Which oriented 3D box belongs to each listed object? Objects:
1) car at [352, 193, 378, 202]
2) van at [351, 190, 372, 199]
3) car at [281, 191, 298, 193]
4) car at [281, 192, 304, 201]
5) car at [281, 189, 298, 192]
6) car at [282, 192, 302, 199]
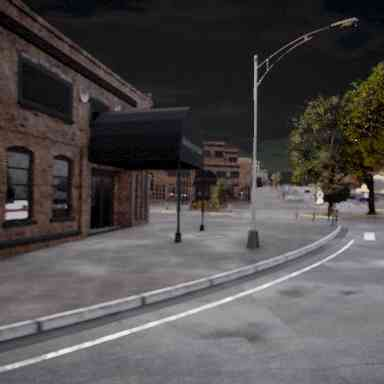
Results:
[{"bbox_3d":[42.229,1.588,80.168,5.008,1.535,2.097,0,4,-5],"label":"car"},{"bbox_3d":[43.145,1.176,83.049,4.442,1.987,1.878,0,4,-5],"label":"van"},{"bbox_3d":[26.062,1.295,85.429,4.792,1.488,2.163,-1,3,-7],"label":"car"},{"bbox_3d":[25.352,1.491,82.560,4.674,1.452,2.002,-1,3,-7],"label":"car"},{"bbox_3d":[26.743,0.956,88.278,4.553,1.767,2.185,-1,4,-7],"label":"car"},{"bbox_3d":[27.369,0.927,91.146,4.792,1.488,2.163,-1,4,-6],"label":"car"}]
